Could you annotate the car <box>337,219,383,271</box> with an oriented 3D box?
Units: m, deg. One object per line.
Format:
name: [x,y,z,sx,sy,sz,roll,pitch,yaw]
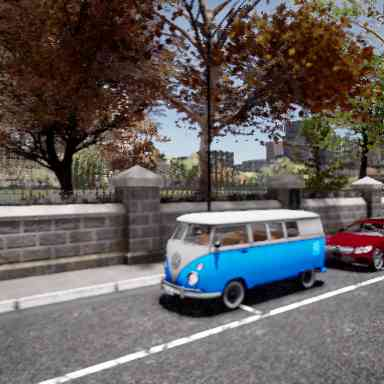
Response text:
car: [5.872,1.551,10.744,4.206,1.307,1.802,0,0,-35]

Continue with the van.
van: [1.286,1.326,7.475,3.998,1.788,1.690,0,0,-35]
